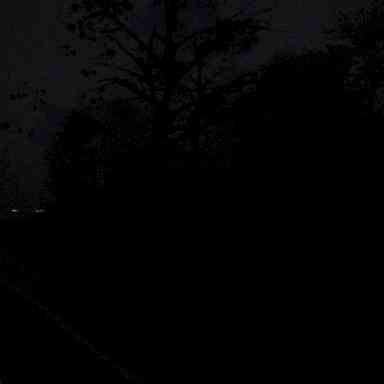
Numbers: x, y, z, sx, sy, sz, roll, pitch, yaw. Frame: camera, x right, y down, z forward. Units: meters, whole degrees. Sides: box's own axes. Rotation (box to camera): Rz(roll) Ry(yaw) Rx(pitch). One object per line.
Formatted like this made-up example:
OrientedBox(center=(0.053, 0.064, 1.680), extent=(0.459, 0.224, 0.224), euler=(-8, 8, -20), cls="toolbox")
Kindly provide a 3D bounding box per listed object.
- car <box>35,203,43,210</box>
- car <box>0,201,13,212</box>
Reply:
OrientedBox(center=(-27.383, 2.715, 62.220), extent=(2.033, 1.411, 5.357), euler=(0, -2, -3), cls="car")
OrientedBox(center=(-26.745, 2.054, 46.267), extent=(1.837, 1.490, 4.892), euler=(0, -3, -2), cls="car")
